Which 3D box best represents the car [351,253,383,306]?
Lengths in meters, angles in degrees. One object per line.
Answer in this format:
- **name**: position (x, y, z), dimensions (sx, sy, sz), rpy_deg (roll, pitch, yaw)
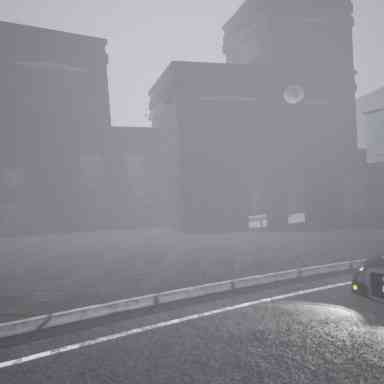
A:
- **car**: position (5.234, 1.517, 6.604), dimensions (4.181, 1.385, 1.994), rpy_deg (0, 1, -25)
